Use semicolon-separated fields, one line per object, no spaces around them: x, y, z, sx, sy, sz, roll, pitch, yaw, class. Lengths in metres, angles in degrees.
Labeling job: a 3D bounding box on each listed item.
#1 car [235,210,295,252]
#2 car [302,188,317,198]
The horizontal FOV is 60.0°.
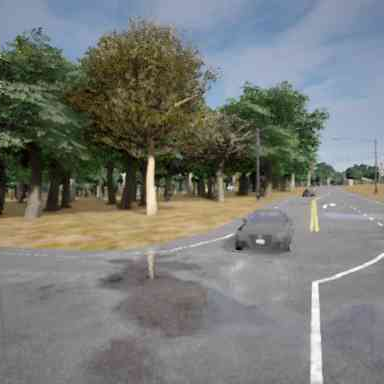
3.009;1.423;13.289;1.994;1.385;4.181;-1;2;20;car
20.152;0.120;57.040;1.882;1.535;5.008;-1;2;27;car
